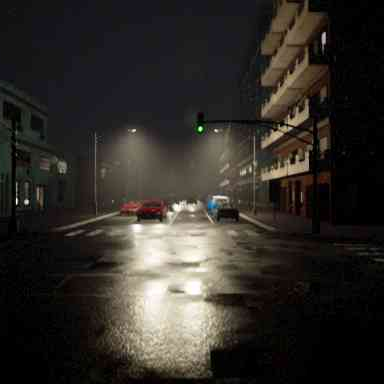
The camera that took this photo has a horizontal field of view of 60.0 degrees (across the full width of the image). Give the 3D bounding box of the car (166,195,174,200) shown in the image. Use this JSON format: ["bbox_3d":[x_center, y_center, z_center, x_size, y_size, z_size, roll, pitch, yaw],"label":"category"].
[{"bbox_3d":[-5.712,1.424,87.629,1.947,1.339,4.313,1,0,0],"label":"car"}]

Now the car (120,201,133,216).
[{"bbox_3d":[-5.691,1.548,31.827,1.802,1.307,4.206,1,0,0],"label":"car"}]

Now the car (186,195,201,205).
[{"bbox_3d":[-0.021,1.476,55.769,2.033,1.411,5.357,0,0,0],"label":"car"}]

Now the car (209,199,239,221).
[{"bbox_3d":[2.692,1.524,26.286,2.008,1.369,4.403,1,0,0],"label":"car"}]

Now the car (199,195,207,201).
[{"bbox_3d":[2.671,1.416,82.094,1.887,1.381,4.507,1,0,0],"label":"car"}]

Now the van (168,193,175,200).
[{"bbox_3d":[-5.710,1.185,93.209,1.690,1.788,3.998,1,0,0],"label":"van"}]

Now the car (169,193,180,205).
[{"bbox_3d":[-3.067,1.421,55.417,2.128,1.511,4.902,0,0,1],"label":"car"}]

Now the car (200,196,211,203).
[{"bbox_3d":[2.677,1.476,65.351,1.947,1.339,4.313,1,0,0],"label":"car"}]

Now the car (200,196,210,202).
[{"bbox_3d":[2.675,1.464,70.932,1.947,1.339,4.313,1,0,0],"label":"car"}]

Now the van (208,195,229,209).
[{"bbox_3d":[2.692,1.307,31.865,1.690,1.788,3.998,1,0,0],"label":"van"}]

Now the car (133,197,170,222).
[{"bbox_3d":[-3.098,1.451,26.338,1.882,1.535,5.008,0,0,0],"label":"car"}]

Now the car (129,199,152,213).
[{"bbox_3d":[-5.693,1.503,37.408,1.887,1.381,4.507,1,0,0],"label":"car"}]

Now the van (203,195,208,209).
[{"bbox_3d":[2.688,1.291,43.028,1.690,1.788,3.998,1,0,0],"label":"van"}]

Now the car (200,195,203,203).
[{"bbox_3d":[2.681,1.457,54.359,1.752,1.417,4.829,1,0,0],"label":"car"}]

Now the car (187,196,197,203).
[{"bbox_3d":[-0.027,1.455,66.192,2.033,1.411,5.357,0,0,0],"label":"car"}]

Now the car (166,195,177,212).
[{"bbox_3d":[-3.097,1.462,38.253,1.837,1.490,4.892,0,0,0],"label":"car"}]

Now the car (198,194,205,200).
[{"bbox_3d":[2.667,1.394,93.255,2.008,1.369,4.403,1,0,0],"label":"car"}]
